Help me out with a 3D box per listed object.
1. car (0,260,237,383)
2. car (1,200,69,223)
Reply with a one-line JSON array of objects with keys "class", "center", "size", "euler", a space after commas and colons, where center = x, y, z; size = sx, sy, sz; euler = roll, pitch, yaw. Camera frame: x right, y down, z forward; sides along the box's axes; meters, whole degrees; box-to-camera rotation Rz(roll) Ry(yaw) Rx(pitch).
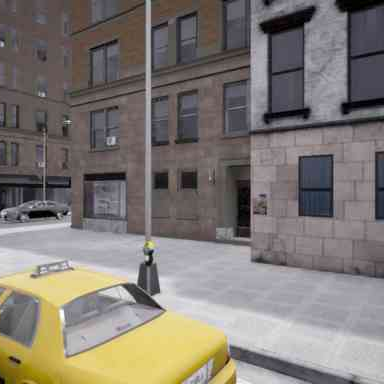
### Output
[{"class": "car", "center": [-1.863, 1.525, 4.076], "size": [4.829, 1.417, 1.752], "euler": [0, 0, 34]}, {"class": "car", "center": [-11.696, 1.402, 25.030], "size": [2.128, 1.511, 4.902], "euler": [0, 0, 32]}]
